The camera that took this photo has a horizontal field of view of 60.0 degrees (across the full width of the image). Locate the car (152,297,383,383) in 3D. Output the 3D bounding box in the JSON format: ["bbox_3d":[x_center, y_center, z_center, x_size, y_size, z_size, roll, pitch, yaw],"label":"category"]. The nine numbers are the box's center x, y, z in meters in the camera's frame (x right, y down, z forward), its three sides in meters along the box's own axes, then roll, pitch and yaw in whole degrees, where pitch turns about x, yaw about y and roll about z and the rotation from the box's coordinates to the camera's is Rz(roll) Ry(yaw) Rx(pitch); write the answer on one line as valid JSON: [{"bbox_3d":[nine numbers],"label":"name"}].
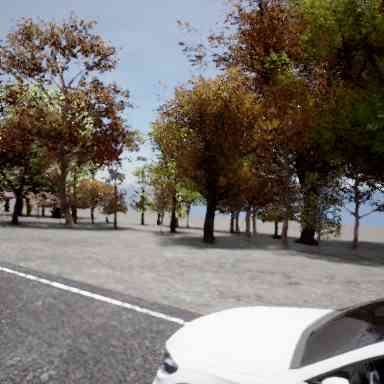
[{"bbox_3d":[1.826,1.527,2.388,4.674,1.442,1.812,1,0,35],"label":"car"}]
